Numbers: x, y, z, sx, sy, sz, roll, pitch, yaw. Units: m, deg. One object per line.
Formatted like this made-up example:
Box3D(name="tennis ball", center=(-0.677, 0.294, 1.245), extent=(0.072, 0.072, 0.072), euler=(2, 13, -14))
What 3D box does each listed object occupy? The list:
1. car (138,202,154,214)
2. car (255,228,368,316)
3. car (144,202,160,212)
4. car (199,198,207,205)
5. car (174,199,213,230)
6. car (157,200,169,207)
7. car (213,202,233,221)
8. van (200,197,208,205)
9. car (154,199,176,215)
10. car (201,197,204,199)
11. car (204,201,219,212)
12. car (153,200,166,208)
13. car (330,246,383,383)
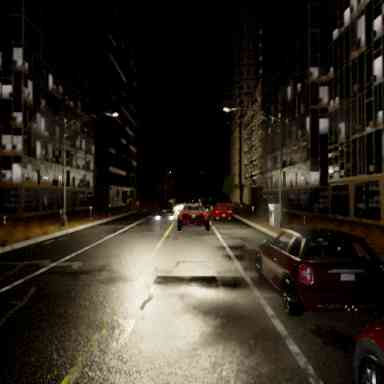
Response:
Box3D(name="car", center=(-5.684, 1.966, 41.843), extent=(1.887, 1.381, 4.507), euler=(0, -1, 0))
Box3D(name="car", center=(2.692, 1.522, 7.684), extent=(1.967, 1.590, 4.097), euler=(0, -1, 0))
Box3D(name="car", center=(-5.684, 2.056, 47.537), extent=(1.802, 1.307, 4.206), euler=(0, -1, 0))
Box3D(name="car", center=(2.701, 2.220, 81.682), extent=(1.967, 1.590, 4.097), euler=(0, 0, 0))
Box3D(name="car", center=(0.103, 1.591, 23.039), extent=(2.097, 1.767, 4.553), euler=(0, -1, 0))
Box3D(name="car", center=(-5.682, 2.196, 64.613), extent=(1.947, 1.339, 4.313), euler=(0, -1, 0))
Box3D(name="car", center=(2.695, 1.857, 30.452), extent=(1.887, 1.381, 4.507), euler=(0, -1, 0))
Box3D(name="van", center=(2.700, 2.072, 75.991), extent=(1.690, 1.788, 3.998), euler=(0, 0, 0))
Box3D(name="car", center=(-2.996, 1.914, 39.083), extent=(1.837, 1.490, 4.892), euler=(0, -1, 0))
Box3D(name="car", center=(0.104, 1.769, 41.252), extent=(2.097, 1.767, 4.553), euler=(0, 0, 0))
Box3D(name="car", center=(2.697, 2.040, 47.528), extent=(1.947, 1.339, 4.313), euler=(0, -1, 0))
Box3D(name="car", center=(-5.683, 2.124, 58.921), extent=(1.887, 1.381, 4.507), euler=(0, -1, 0))
Box3D(name="car", center=(2.692, 1.462, 1.992), extent=(1.967, 1.590, 4.097), euler=(0, -1, 0))
